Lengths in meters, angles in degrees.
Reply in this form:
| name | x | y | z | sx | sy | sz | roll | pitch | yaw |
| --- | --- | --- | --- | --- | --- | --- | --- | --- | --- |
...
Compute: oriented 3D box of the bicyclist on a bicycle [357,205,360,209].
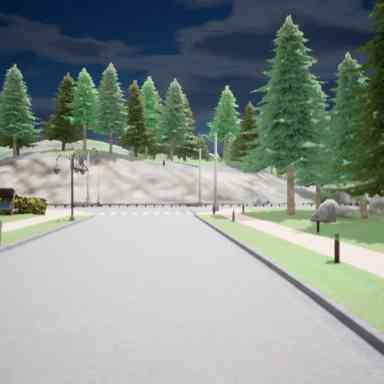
| name | x | y | z | sx | sy | sz | roll | pitch | yaw |
| --- | --- | --- | --- | --- | --- | --- | --- | --- | --- |
| bicyclist on a bicycle | 18.662 | 1.117 | 36.677 | 0.582 | 1.620 | 1.656 | 0 | 0 | -6 |
